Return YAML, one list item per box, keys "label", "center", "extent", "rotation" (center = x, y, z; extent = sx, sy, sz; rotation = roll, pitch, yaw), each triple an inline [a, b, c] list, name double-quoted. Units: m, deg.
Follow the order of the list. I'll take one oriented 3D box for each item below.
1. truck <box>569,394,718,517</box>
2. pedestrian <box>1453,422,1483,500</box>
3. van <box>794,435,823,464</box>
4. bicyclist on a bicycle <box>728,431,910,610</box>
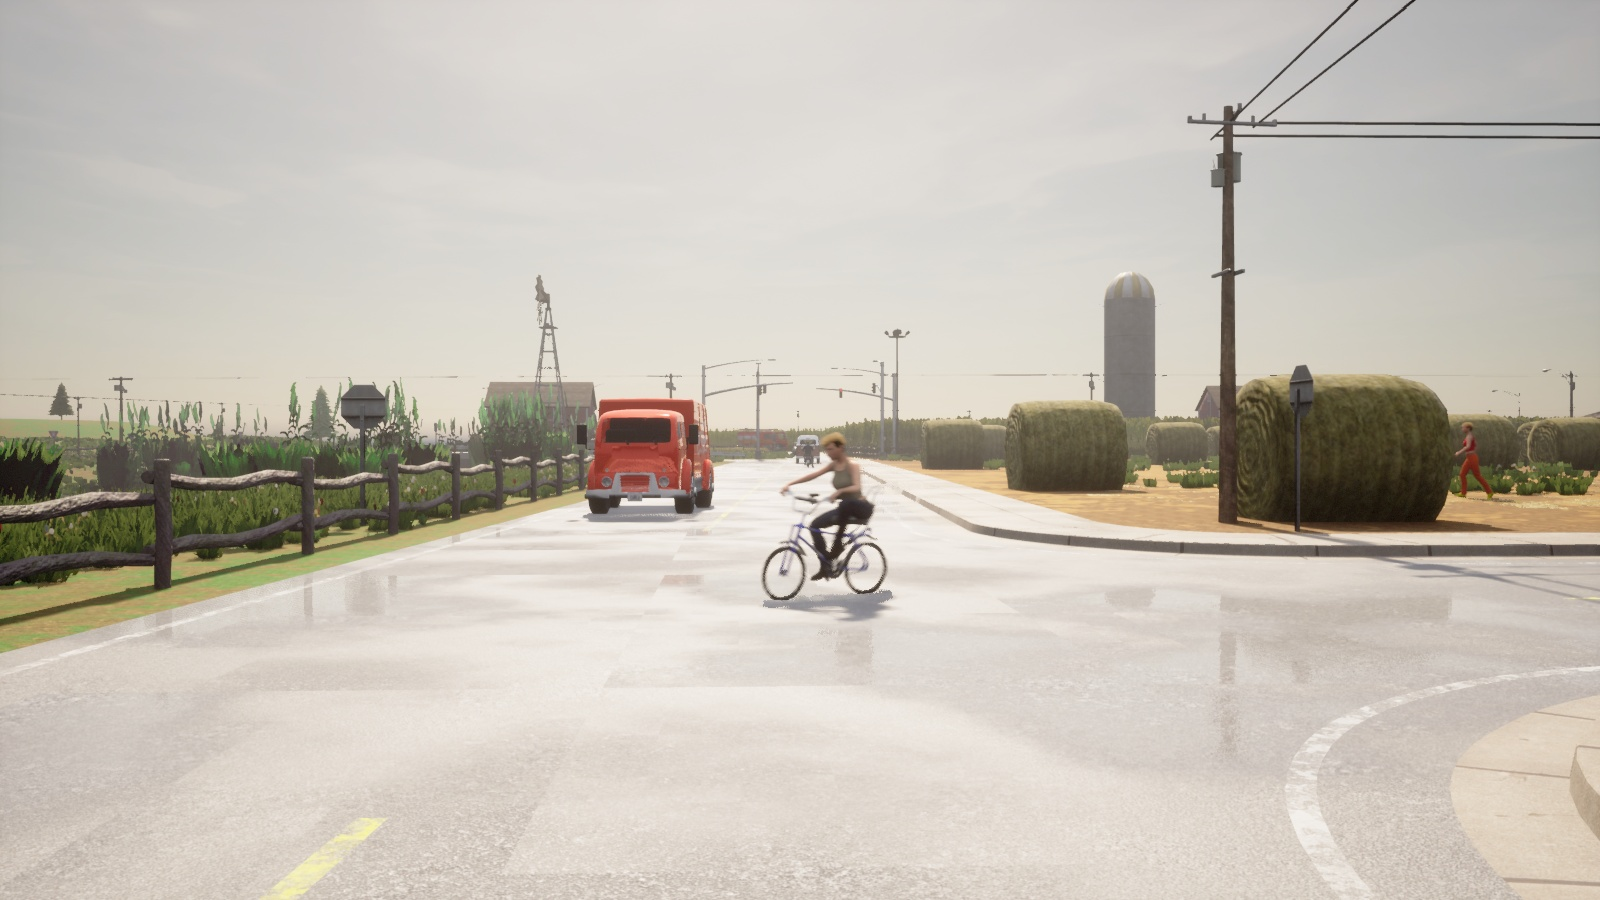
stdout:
- label: "truck"
  center: [-3.311, 0.100, 27.866]
  extent: [2.627, 2.467, 5.204]
  rotation: [0, 0, 0]
- label: "pedestrian"
  center: [15.797, 0.249, 29.692]
  extent: [0.594, 1.836, 0.345]
  rotation: [0, 0, 23]
- label: "van"
  center: [0.589, -0.048, 91.887]
  extent: [2.069, 2.038, 4.480]
  rotation: [0, 0, 0]
- label: "bicyclist on a bicycle"
  center: [0.183, 0.631, 12.161]
  extent: [1.509, 1.612, 0.866]
  rotation: [0, 3, -34]
